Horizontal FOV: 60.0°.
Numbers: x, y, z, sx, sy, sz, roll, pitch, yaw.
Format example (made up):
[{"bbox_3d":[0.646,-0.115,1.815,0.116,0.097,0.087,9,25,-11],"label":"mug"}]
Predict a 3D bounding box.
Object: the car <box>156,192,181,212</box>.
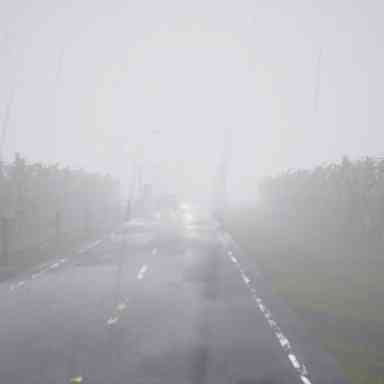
[{"bbox_3d":[-2.764,1.087,37.981,2.150,2.045,5.566,0,0,0],"label":"car"}]
